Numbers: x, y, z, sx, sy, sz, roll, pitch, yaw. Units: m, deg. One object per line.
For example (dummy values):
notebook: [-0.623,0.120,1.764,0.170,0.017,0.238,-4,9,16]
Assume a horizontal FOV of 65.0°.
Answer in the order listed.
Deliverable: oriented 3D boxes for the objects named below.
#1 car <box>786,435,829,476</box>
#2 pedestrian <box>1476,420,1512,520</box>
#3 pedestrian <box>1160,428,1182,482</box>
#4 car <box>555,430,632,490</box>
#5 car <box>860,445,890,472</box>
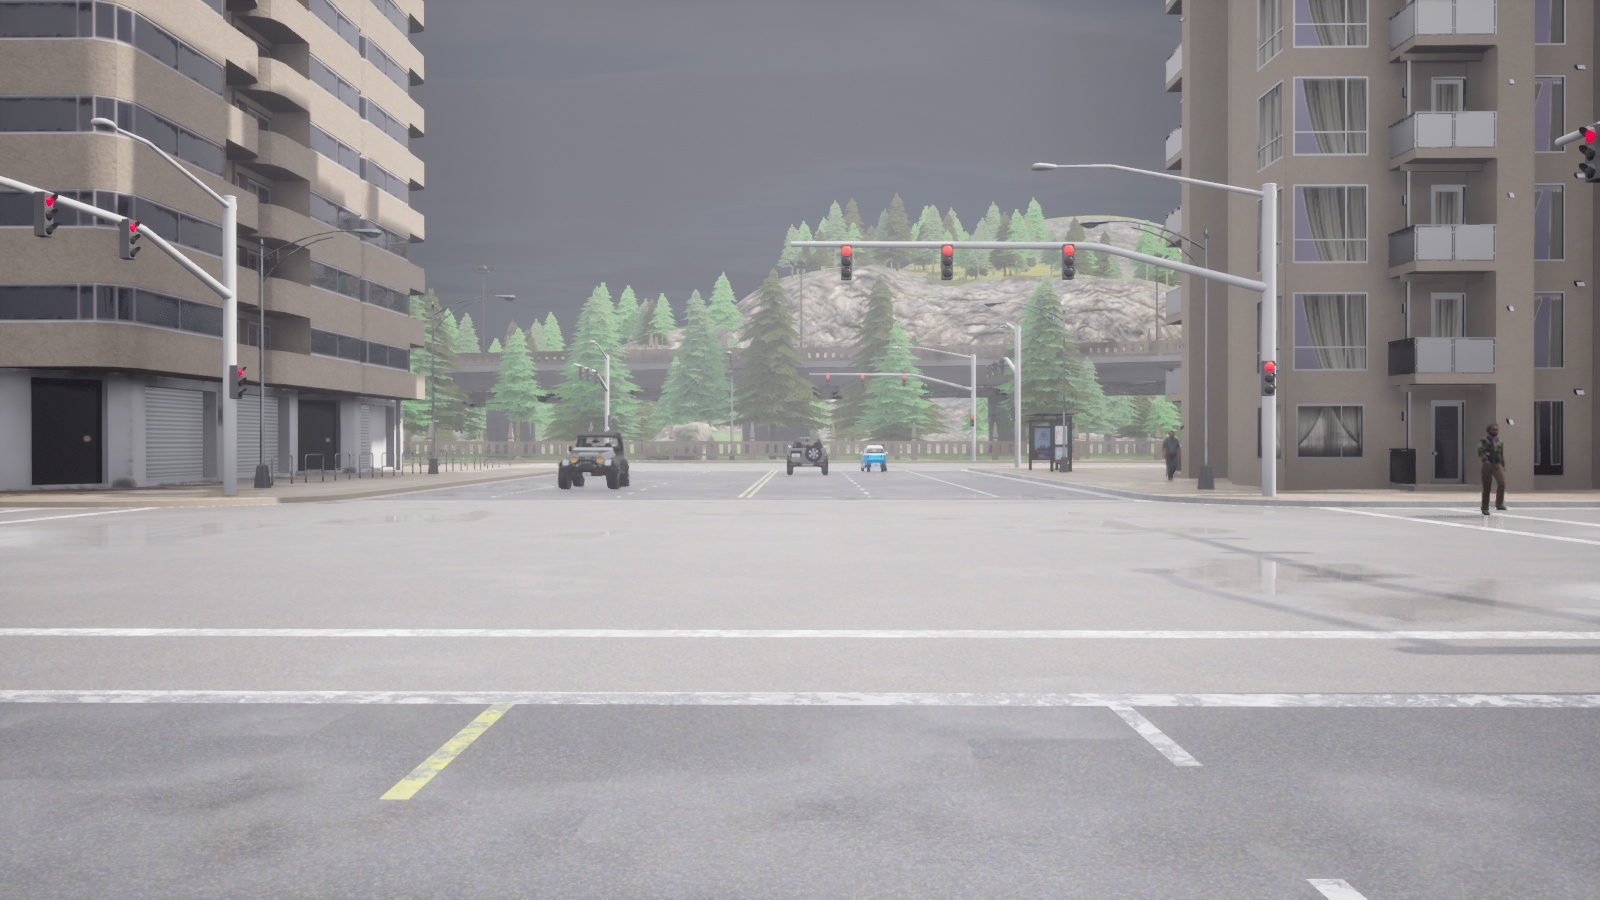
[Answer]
car: [0.350,0.229,59.259,1.932,1.855,4.605,0,0,0]
pedestrian: [13.661,0.386,24.716,0.395,1.930,0.692,0,0,8]
pedestrian: [12.791,0.171,43.256,0.540,1.848,0.694,0,0,-1]
car: [-6.752,0.303,41.401,1.905,1.878,3.866,0,0,0]
car: [3.885,0.436,65.278,1.481,1.376,2.207,0,1,1]
